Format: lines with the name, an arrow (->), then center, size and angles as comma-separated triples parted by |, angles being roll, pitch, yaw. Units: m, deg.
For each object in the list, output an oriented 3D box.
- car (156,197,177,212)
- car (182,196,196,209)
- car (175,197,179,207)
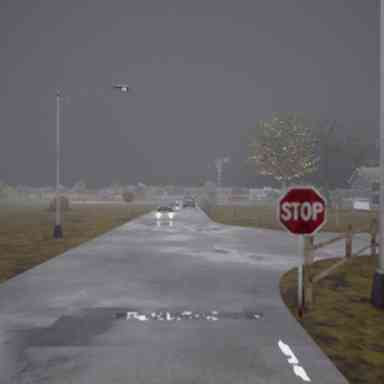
car -> -3.246, 1.712, 41.062 | 1.837, 1.490, 4.892 | 0, -1, 0
car -> -0.413, 1.813, 51.292 | 1.837, 1.490, 4.892 | 0, -1, -1
car -> -3.390, 1.750, 59.403 | 2.097, 1.767, 4.553 | 0, -1, 0
